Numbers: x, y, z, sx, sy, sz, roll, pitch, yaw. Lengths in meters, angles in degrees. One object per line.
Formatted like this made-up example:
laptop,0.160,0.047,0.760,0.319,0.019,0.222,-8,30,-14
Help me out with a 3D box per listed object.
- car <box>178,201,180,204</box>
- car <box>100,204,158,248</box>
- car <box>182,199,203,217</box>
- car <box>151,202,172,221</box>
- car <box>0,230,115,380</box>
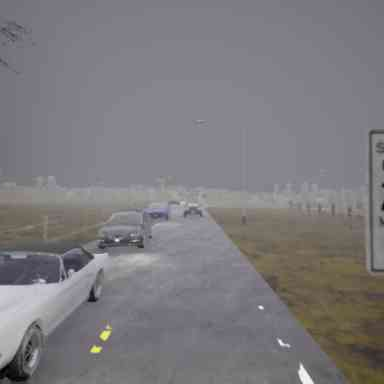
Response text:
car,-2.766,1.580,52.782,1.895,1.301,4.718,0,0,0
car,-2.852,1.558,15.075,1.837,1.490,4.892,0,1,0
car,0.093,1.672,33.074,1.812,1.442,4.674,0,0,0
car,-2.829,1.600,28.752,1.882,1.535,5.008,0,0,0
car,-2.852,1.620,5.612,1.895,1.301,4.718,0,0,0
